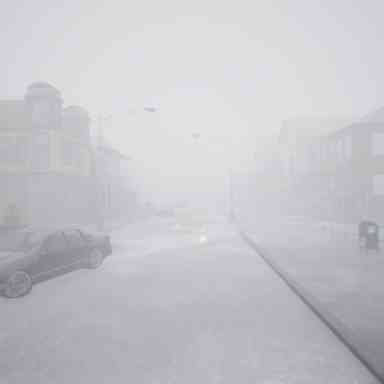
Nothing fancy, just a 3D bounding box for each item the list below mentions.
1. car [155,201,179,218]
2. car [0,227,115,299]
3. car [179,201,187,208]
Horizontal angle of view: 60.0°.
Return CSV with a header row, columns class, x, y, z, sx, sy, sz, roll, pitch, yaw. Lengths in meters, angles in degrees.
class,x,y,z,sx,sy,sz,roll,pitch,yaw
car,-2.770,1.980,35.664,1.812,1.442,4.674,-1,0,2
car,-4.186,1.713,9.227,2.033,1.411,5.357,0,0,17
car,-1.981,2.252,59.990,1.895,1.301,4.718,-1,0,2
